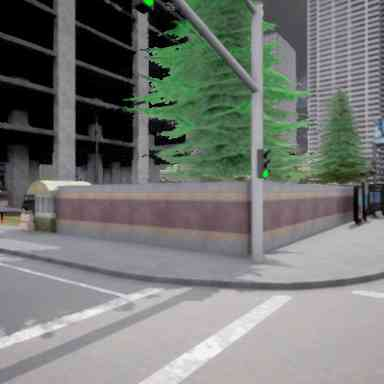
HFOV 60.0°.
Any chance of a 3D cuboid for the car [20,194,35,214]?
[{"bbox_3d":[-13.579,1.125,29.610,3.866,1.878,1.905,0,0,36],"label":"car"}]
